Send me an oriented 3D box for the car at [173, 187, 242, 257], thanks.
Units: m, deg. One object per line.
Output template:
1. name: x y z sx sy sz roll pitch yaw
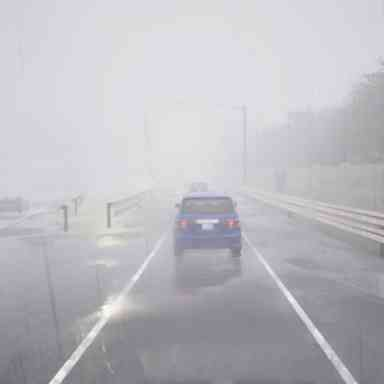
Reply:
1. car: 0.518 1.001 12.288 2.150 2.045 5.566 -1 2 2

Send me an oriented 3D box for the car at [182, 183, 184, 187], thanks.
1. car: -0.558 -1.134 54.888 2.033 1.411 5.357 -1 4 -4

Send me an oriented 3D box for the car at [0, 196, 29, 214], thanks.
1. car: -16.054 1.144 30.053 2.128 1.511 4.902 -1 1 -17

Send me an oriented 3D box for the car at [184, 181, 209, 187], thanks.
1. car: 0.571 -0.088 33.785 2.150 2.045 5.566 -1 4 -1
